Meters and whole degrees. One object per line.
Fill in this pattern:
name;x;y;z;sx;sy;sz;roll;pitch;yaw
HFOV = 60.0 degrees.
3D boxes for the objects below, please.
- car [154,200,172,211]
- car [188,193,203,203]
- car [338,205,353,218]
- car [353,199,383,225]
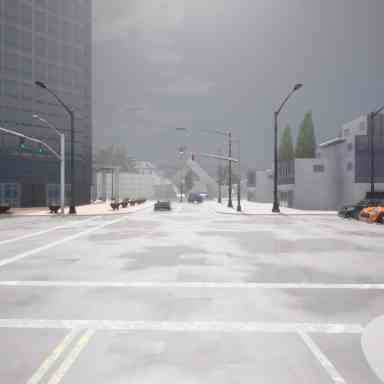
car;-3.620;1.601;41.672;1.895;1.301;4.718;0;0;0
car;0.708;1.221;67.382;2.150;2.045;5.566;0;0;12
car;14.436;1.335;27.166;4.553;1.767;2.097;0;0;0
car;14.351;1.337;23.546;4.553;1.767;2.097;0;0;-3
